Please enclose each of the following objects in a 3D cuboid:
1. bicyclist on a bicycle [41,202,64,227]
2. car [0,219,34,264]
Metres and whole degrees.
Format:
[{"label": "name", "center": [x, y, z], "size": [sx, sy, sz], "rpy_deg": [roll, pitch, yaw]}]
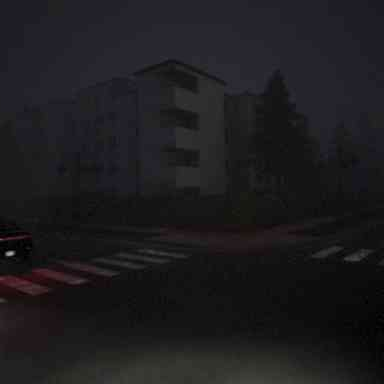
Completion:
[{"label": "bicyclist on a bicycle", "center": [-9.428, 1.524, 22.504], "size": [0.582, 1.620, 1.656], "rpy_deg": [-1, 0, 39]}, {"label": "car", "center": [-7.269, 1.656, 11.400], "size": [4.902, 1.511, 2.128], "rpy_deg": [-1, 0, 39]}]
